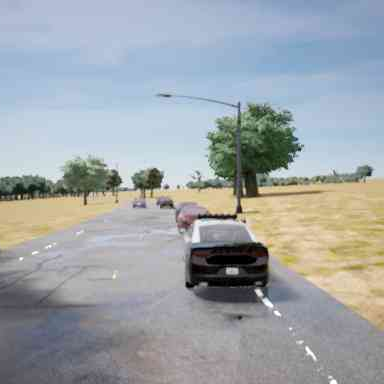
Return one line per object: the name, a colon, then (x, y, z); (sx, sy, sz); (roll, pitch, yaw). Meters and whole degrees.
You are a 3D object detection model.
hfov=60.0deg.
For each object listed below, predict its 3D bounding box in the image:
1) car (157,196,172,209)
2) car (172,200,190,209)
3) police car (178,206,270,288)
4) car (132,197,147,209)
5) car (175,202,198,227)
car: (-3.536, 1.537, 46.159); (1.837, 1.490, 4.892); (0, 0, -7)
car: (-0.363, 1.485, 25.324); (1.837, 1.490, 4.892); (0, 0, -5)
police car: (0.695, 1.413, 9.377); (1.930, 1.638, 5.238); (0, 0, -3)
car: (-7.213, 1.521, 45.824); (2.128, 1.511, 4.902); (0, 0, -7)
car: (0.098, 1.508, 19.307); (1.812, 1.442, 4.674); (0, 0, -4)
